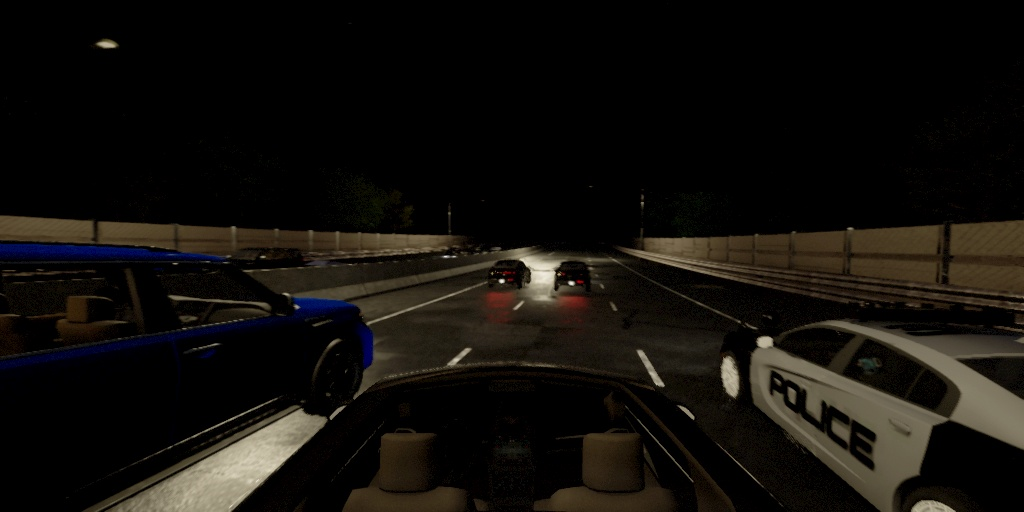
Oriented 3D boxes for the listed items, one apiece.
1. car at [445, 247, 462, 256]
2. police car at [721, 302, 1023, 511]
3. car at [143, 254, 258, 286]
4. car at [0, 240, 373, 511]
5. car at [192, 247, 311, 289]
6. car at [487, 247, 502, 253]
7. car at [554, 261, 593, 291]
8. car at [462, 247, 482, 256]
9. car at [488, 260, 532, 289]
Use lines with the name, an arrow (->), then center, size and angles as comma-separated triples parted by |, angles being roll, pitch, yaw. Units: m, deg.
car -> -10.023, -0.793, 62.141 | 1.837, 1.490, 4.892 | 1, 3, 11
police car -> 3.657, 1.254, 3.321 | 1.930, 1.638, 5.238 | 1, 0, 11
car -> -17.977, 0.729, 21.096 | 1.882, 1.535, 5.008 | 1, 1, 11
car -> -3.447, 0.914, 2.892 | 2.150, 2.045, 5.566 | 1, 0, 11
car -> -14.513, 0.524, 20.559 | 2.150, 2.045, 5.566 | 1, 1, 11
car -> -2.931, -0.755, 61.973 | 2.128, 1.511, 4.902 | 1, 3, 11
car -> 3.379, 1.013, 19.911 | 1.837, 1.490, 4.892 | 1, 2, 11
car -> -6.489, -0.765, 62.003 | 1.837, 1.490, 4.892 | 1, 3, 11
car -> -0.052, 0.959, 20.599 | 1.837, 1.490, 4.892 | 1, 2, 11
